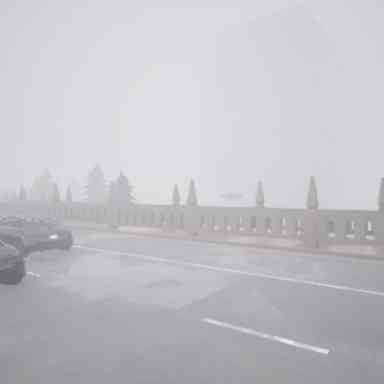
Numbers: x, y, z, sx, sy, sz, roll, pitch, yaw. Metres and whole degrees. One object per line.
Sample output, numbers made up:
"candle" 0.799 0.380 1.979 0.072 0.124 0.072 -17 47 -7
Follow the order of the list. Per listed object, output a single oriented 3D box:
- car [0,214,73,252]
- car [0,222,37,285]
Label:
"car" -6.529 1.564 12.970 4.181 1.385 1.994 0 0 36
"car" -6.007 1.564 8.277 4.181 1.385 1.994 0 0 36
